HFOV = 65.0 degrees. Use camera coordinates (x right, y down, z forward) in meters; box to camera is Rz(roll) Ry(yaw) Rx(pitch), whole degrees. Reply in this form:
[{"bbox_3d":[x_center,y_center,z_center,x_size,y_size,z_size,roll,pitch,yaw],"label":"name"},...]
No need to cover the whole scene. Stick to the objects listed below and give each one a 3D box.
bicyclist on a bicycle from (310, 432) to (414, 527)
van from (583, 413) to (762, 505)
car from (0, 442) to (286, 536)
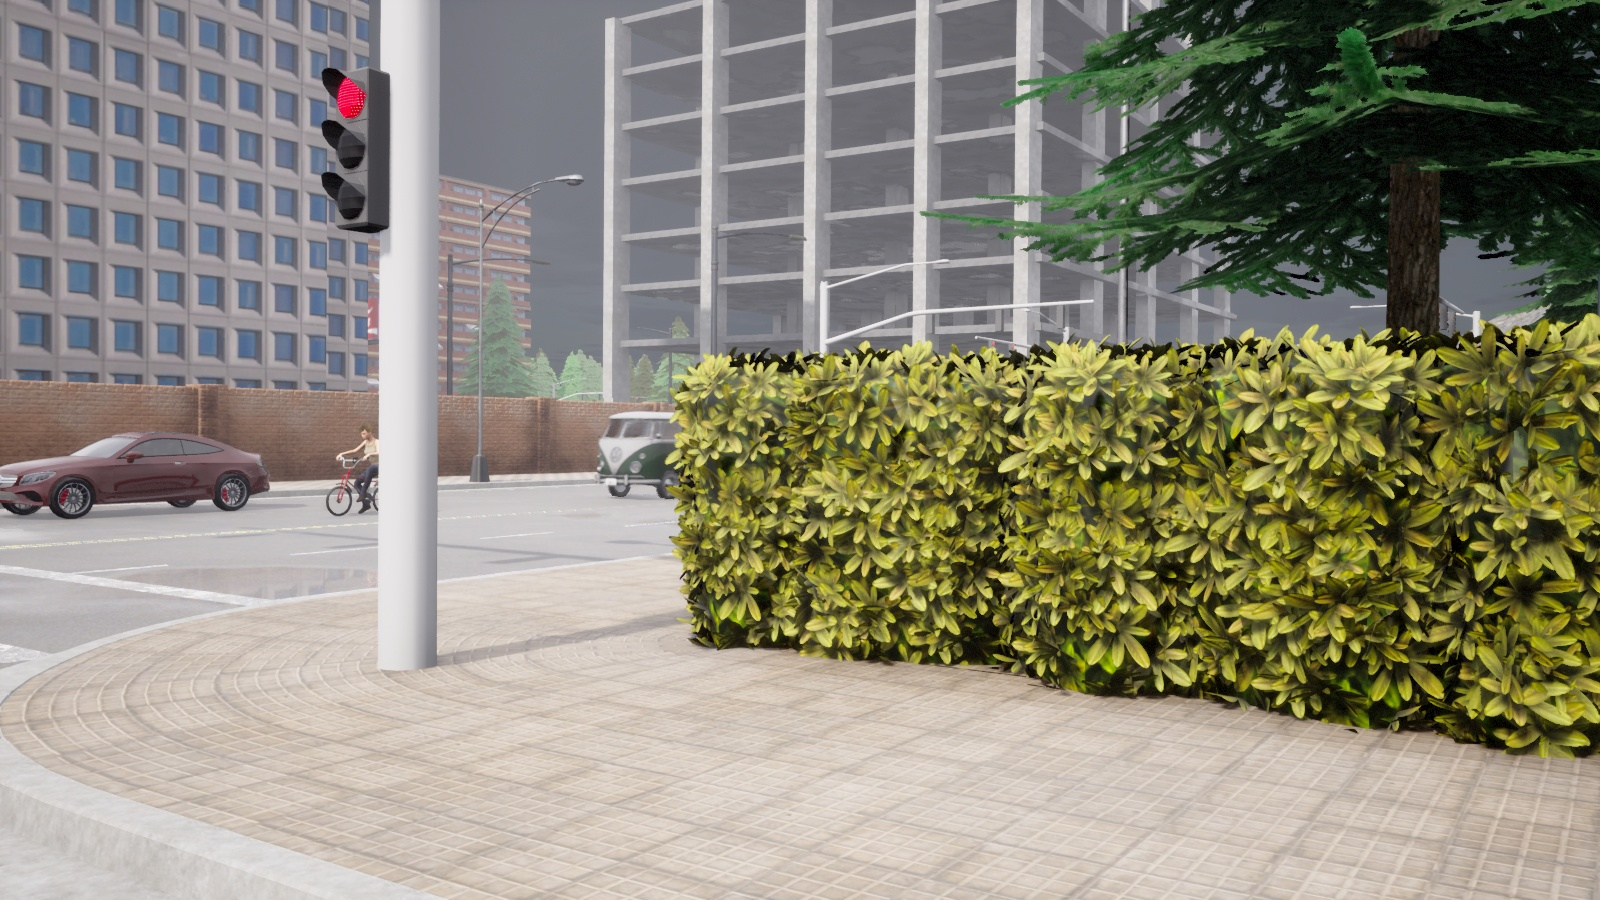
[{"bbox_3d":[-7.757,0.489,22.290,0.866,1.612,1.509,0,1,34],"label":"bicyclist on a bicycle"},{"bbox_3d":[-2.909,0.161,29.636,1.775,1.987,4.442,0,1,33],"label":"van"},{"bbox_3d":[-11.841,0.613,22.469,1.812,1.442,4.674,0,1,33],"label":"car"}]
